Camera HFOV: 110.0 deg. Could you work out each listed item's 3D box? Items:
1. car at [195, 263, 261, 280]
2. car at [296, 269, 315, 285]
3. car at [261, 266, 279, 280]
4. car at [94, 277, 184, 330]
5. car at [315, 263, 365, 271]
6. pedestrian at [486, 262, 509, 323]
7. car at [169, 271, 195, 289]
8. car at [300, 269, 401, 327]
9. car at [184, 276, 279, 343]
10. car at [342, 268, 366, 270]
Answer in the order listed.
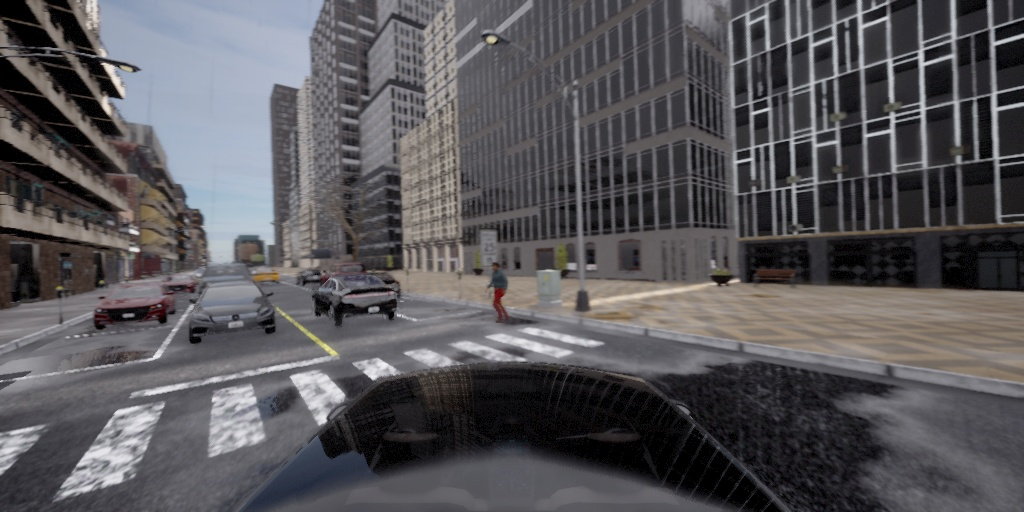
[{"bbox_3d":[-14.746,1.406,18.606,2.150,2.045,5.566,-2,0,-40],"label":"car"},{"bbox_3d":[-17.594,1.832,31.349,1.948,1.339,4.313,0,0,-39],"label":"car"},{"bbox_3d":[-24.220,1.947,35.281,1.882,1.535,5.008,-2,0,-39],"label":"car"},{"bbox_3d":[-13.656,1.701,13.206,1.888,1.381,4.507,0,0,-39],"label":"car"},{"bbox_3d":[-10.634,1.370,22.776,2.192,1.841,5.009,0,0,-39],"label":"car"},{"bbox_3d":[-0.407,1.045,10.570,0.375,1.860,0.375,-1,0,-39],"label":"pedestrian"},{"bbox_3d":[-24.097,2.015,26.066,1.888,1.381,4.507,0,0,-39],"label":"car"},{"bbox_3d":[-5.570,1.399,12.398,2.128,1.511,4.902,-2,0,-39],"label":"car"},{"bbox_3d":[-8.483,1.524,10.910,1.812,1.442,4.674,-2,0,-39],"label":"car"},{"bbox_3d":[-7.154,1.517,18.488,1.948,1.339,4.313,0,0,-39],"label":"car"}]
